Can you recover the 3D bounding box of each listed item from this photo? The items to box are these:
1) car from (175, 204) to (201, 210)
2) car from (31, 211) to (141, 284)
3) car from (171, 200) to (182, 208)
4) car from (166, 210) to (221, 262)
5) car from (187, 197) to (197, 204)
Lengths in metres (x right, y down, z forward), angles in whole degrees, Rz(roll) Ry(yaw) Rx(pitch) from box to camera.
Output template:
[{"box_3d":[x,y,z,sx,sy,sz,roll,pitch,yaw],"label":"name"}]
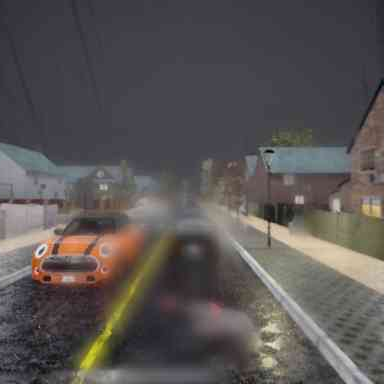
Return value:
[{"box_3d":[0.046,1.767,23.704,1.994,1.385,4.181,0,0,1],"label":"car"},{"box_3d":[-2.837,1.429,9.897,2.097,1.767,4.553,0,0,0],"label":"car"},{"box_3d":[-2.805,2.215,60.534,2.033,1.411,5.357,0,-1,1],"label":"car"},{"box_3d":[0.071,1.625,12.490,1.812,1.442,4.674,0,-1,0],"label":"car"},{"box_3d":[-0.031,2.312,70.239,1.837,1.490,4.892,0,-1,0],"label":"car"}]
